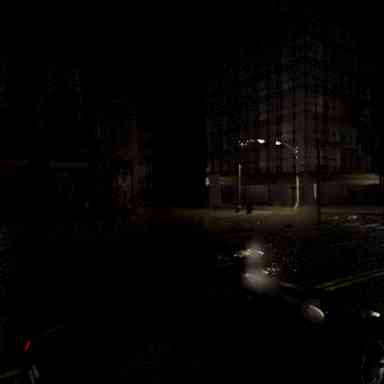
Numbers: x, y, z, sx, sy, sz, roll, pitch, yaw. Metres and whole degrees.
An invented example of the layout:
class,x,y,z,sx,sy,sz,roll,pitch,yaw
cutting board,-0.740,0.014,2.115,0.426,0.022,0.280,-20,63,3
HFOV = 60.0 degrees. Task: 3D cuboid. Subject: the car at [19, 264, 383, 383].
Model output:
class,x,y,z,sx,sy,sz,roll,pitch,yaw
car,0.410,1.559,3.730,4.181,1.385,1.994,0,0,-35
